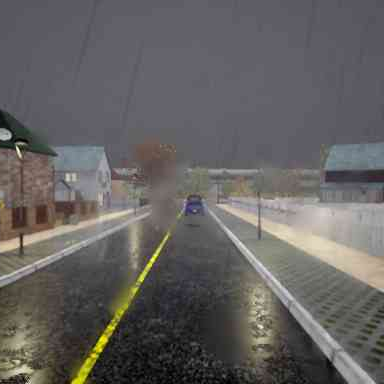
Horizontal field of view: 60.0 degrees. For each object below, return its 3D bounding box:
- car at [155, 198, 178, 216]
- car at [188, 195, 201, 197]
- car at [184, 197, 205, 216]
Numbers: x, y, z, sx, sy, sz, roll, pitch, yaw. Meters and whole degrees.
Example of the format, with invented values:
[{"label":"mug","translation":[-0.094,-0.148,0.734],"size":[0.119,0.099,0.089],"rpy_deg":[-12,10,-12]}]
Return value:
[{"label":"car","translation":[-2.632,1.476,34.656],"size":[2.097,1.767,4.553],"rpy_deg":[0,0,1]},{"label":"car","translation":[0.313,1.390,44.178],"size":[2.150,2.045,5.566],"rpy_deg":[0,0,0]},{"label":"car","translation":[0.264,1.598,33.635],"size":[1.882,1.535,5.008],"rpy_deg":[0,0,0]}]
